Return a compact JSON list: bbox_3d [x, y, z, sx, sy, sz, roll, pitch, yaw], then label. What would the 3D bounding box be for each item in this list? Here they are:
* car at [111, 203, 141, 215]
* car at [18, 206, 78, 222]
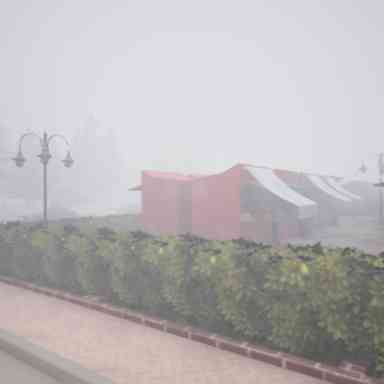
[{"bbox_3d":[-6.139,1.855,34.435,2.128,1.511,4.902,-1,-1,36],"label":"car"},{"bbox_3d":[-11.531,1.889,26.962,1.812,1.442,4.674,-1,-1,35],"label":"car"}]
